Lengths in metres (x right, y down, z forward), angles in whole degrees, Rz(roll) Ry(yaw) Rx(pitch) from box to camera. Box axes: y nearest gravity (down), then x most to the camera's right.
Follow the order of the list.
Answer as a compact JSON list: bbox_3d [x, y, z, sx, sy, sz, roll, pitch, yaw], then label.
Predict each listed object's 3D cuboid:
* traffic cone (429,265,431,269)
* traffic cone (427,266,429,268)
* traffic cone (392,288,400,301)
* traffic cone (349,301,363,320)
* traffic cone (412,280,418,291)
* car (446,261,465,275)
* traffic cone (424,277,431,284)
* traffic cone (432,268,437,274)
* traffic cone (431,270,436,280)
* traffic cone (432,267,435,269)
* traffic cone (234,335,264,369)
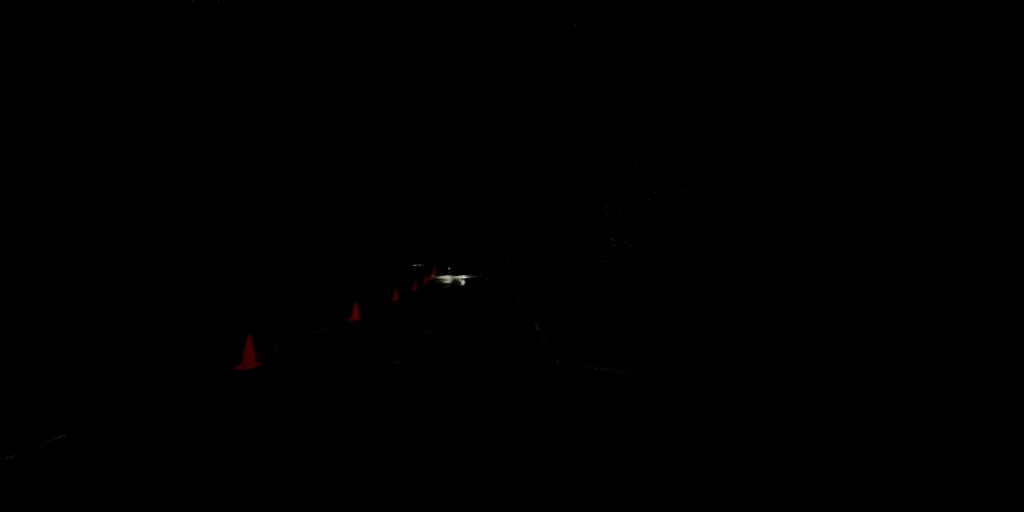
[{"bbox_3d":[-12.225,1.805,55.309,0.340,0.580,0.340,0,0,-16],"label":"traffic cone"},{"bbox_3d":[-13.643,1.818,60.031,0.340,0.580,0.340,0,0,-17],"label":"traffic cone"},{"bbox_3d":[-5.354,1.762,16.542,0.340,0.580,0.340,0,0,-4],"label":"traffic cone"},{"bbox_3d":[-5.062,1.764,11.621,0.340,0.580,0.340,0,0,-3],"label":"traffic cone"},{"bbox_3d":[-5.772,1.762,21.454,0.340,0.580,0.340,0,0,-6],"label":"traffic cone"},{"bbox_3d":[-6.242,1.267,39.473,1.882,1.535,5.008,-1,0,-11],"label":"car"},{"bbox_3d":[-6.317,1.763,26.354,0.340,0.580,0.340,0,0,-7],"label":"traffic cone"},{"bbox_3d":[-7.786,1.770,36.103,0.340,0.580,0.340,0,0,-10],"label":"traffic cone"},{"bbox_3d":[-6.988,1.766,31.238,0.340,0.580,0.340,0,0,-9],"label":"traffic cone"},{"bbox_3d":[-8.709,1.776,40.946,0.340,0.580,0.340,0,0,-12],"label":"traffic cone"},{"bbox_3d":[-4.898,1.766,6.693,0.340,0.580,0.340,0,0,-1],"label":"traffic cone"}]
